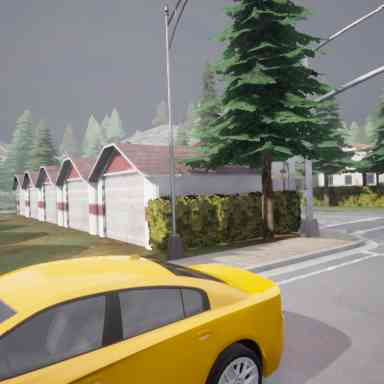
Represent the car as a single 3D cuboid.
[{"bbox_3d":[-1.277,1.452,3.078,5.008,1.535,1.882,-2,1,-35],"label":"car"}]
